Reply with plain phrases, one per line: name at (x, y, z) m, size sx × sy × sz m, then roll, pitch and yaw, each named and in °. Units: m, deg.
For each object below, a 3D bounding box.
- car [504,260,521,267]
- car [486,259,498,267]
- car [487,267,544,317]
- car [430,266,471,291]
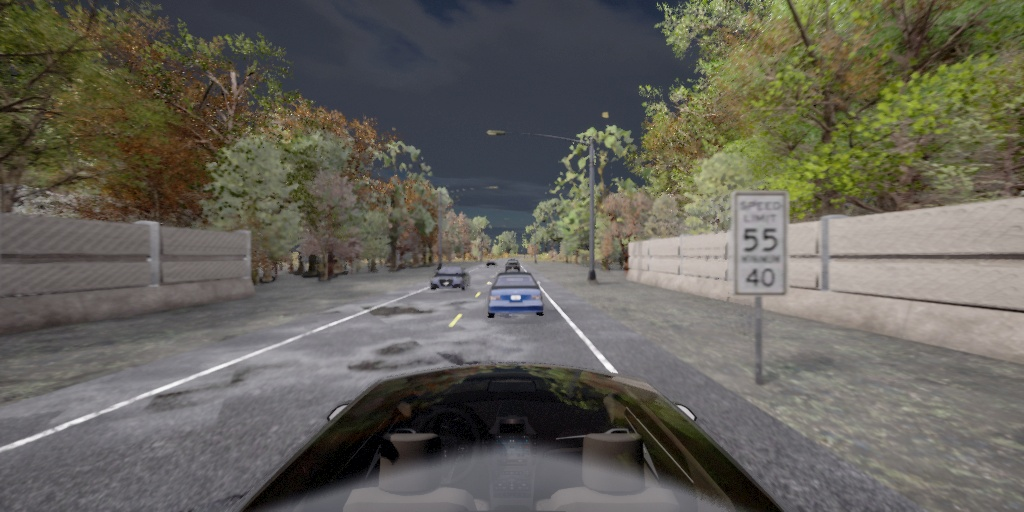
car at (0.103, 1.194, 44.851) m, size 1.837 × 1.490 × 4.892 m, roll 0°, pitch 0°, yaw 0°
car at (-3.529, 1.246, 62.815) m, size 1.895 × 1.301 × 4.718 m, roll 0°, pitch 0°, yaw 1°
car at (0.099, 1.282, 13.017) m, size 2.033 × 1.411 × 5.357 m, roll -1°, pitch 0°, yaw 0°
car at (-3.597, 1.298, 21.571) m, size 1.994 × 1.385 × 4.181 m, roll 0°, pitch 0°, yaw 0°
